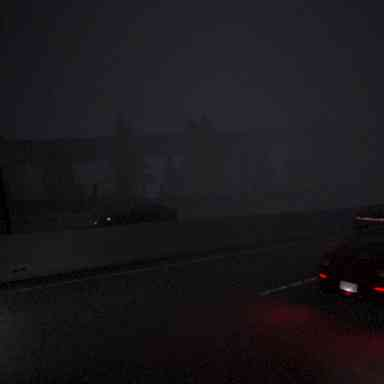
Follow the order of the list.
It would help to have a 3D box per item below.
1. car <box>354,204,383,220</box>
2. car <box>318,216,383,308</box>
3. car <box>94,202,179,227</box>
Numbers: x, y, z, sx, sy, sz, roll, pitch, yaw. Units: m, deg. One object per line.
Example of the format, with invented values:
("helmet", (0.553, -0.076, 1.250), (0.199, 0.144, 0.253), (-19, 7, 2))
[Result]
("car", (8.899, 1.242, 14.391), (4.902, 1.511, 2.128), (-1, 1, -35))
("car", (4.526, 1.403, 6.974), (4.674, 1.442, 1.812), (-1, 1, -35))
("car", (-3.054, 1.360, 18.887), (4.902, 1.511, 2.128), (-1, 1, -35))
